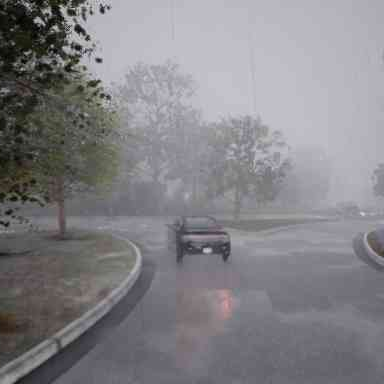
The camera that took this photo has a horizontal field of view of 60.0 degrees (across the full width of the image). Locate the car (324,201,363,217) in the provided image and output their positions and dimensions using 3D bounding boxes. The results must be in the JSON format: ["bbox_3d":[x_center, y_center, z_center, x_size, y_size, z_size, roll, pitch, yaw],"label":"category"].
[{"bbox_3d":[20.222,2.248,44.174,5.566,2.045,2.150,1,-1,-43],"label":"car"}]

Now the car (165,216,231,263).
[{"bbox_3d":[0.083,1.654,12.806,2.128,1.511,4.902,1,-1,-10],"label":"car"}]

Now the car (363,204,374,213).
[{"bbox_3d":[31.148,2.876,59.334,1.837,1.490,4.892,0,-1,24],"label":"car"}]

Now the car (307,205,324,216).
[{"bbox_3d":[18.249,2.602,46.732,5.357,1.411,2.033,2,-2,-44],"label":"car"}]

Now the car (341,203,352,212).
[{"bbox_3d":[28.264,2.869,60.845,1.837,1.490,4.892,0,-1,24],"label":"car"}]
